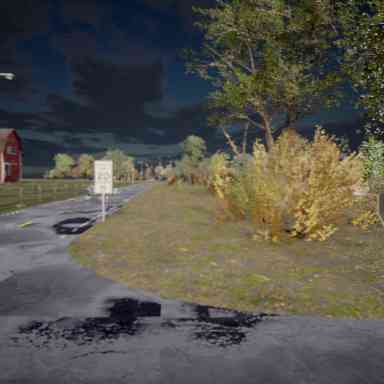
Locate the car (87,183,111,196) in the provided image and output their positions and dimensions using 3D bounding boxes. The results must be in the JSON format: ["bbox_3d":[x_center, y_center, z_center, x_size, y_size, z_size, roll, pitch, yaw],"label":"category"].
[{"bbox_3d":[-11.031,-0.449,39.596,2.097,1.767,4.553,0,2,-4],"label":"car"}]
